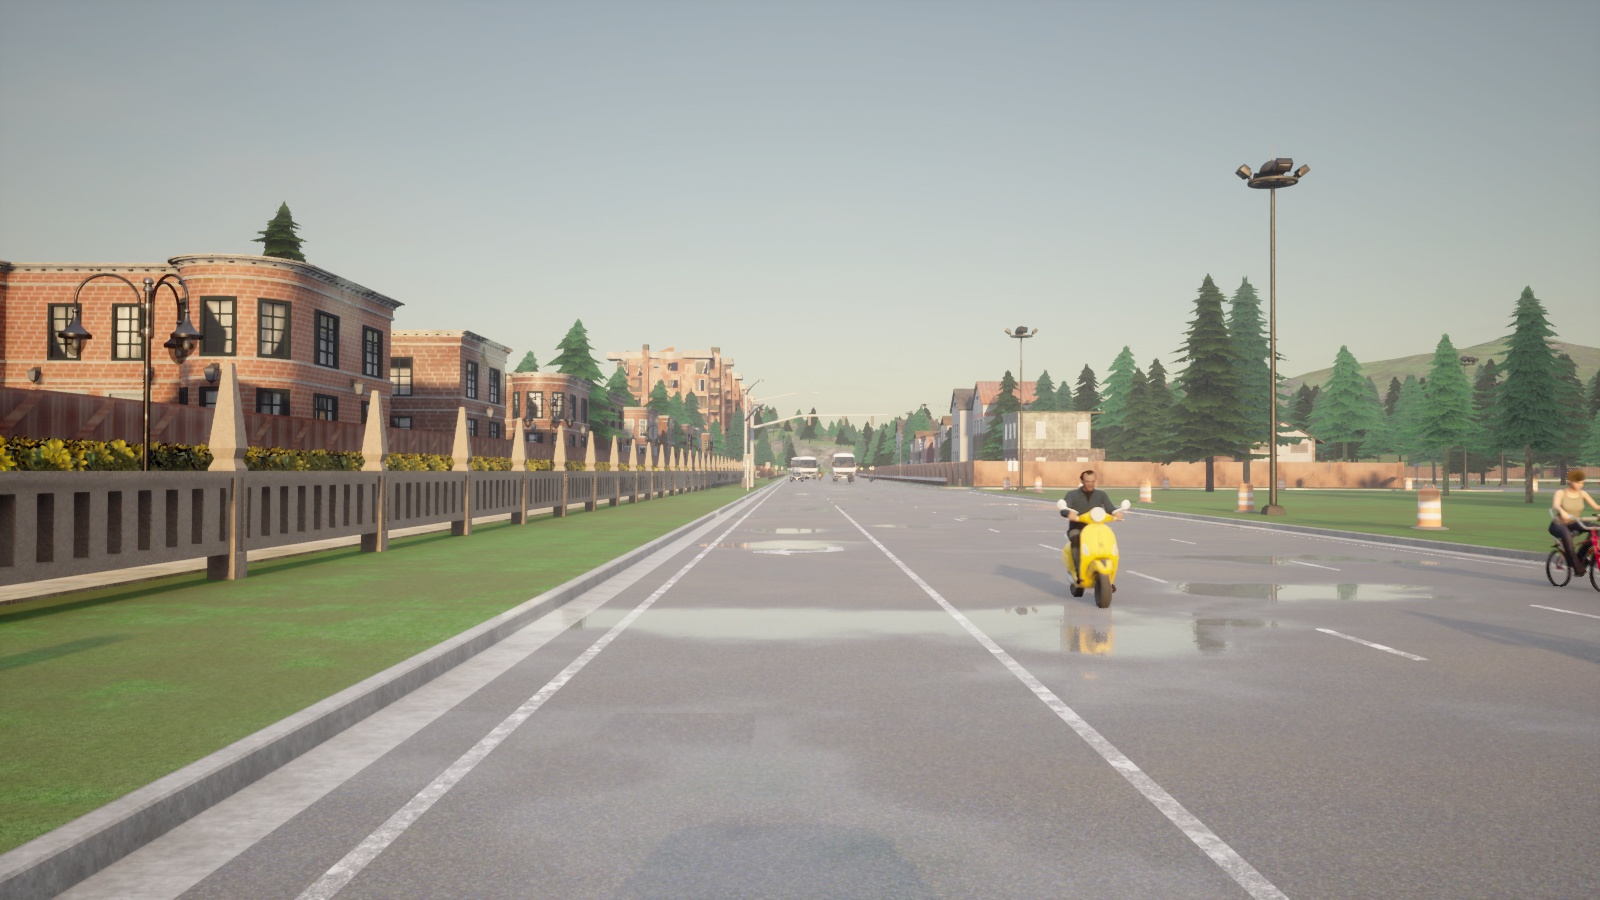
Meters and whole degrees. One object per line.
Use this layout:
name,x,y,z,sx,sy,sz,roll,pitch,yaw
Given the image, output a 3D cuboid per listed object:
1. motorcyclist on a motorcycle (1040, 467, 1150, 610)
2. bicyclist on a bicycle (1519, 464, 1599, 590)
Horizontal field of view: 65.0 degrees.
motorcyclist on a motorcycle,3.465,1.005,14.945,0.866,1.590,1.817,0,-1,0
bicyclist on a bicycle,10.456,0.990,16.733,0.866,1.612,1.509,0,-1,0
